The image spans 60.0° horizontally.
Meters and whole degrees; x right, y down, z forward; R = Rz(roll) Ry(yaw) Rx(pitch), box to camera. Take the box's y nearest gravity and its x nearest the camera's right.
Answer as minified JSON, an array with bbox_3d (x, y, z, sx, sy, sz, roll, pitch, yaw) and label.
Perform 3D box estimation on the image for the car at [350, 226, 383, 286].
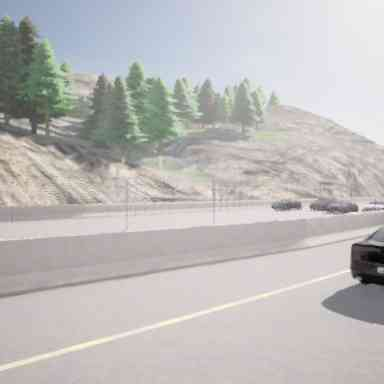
[{"bbox_3d":[5.932,1.482,8.442,5.008,1.535,1.882,0,0,-38],"label":"car"}]

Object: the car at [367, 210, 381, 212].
[{"bbox_3d":[18.914,1.549,33.592,4.674,1.442,1.812,0,0,-41],"label":"car"}]
